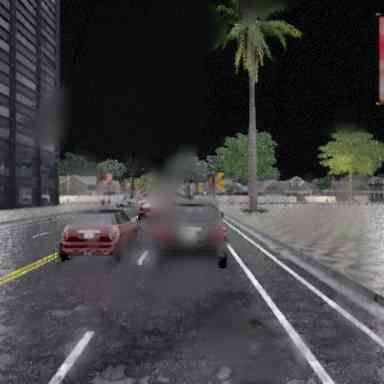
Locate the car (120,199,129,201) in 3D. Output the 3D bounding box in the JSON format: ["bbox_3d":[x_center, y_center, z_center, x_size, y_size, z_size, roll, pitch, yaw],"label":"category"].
[{"bbox_3d":[-10.622,1.831,52.013,1.994,1.385,4.181,0,0,-1],"label":"car"}]

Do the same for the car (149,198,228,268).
[{"bbox_3d":[-0.011,1.274,11.654,2.150,2.045,5.566,0,0,0],"label":"car"}]

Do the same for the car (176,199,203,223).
[{"bbox_3d":[-0.192,1.480,27.717,2.097,1.767,4.553,0,0,0],"label":"car"}]

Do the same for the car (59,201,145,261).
[{"bbox_3d":[-3.262,1.407,12.660,2.097,1.767,4.553,0,0,0],"label":"car"}]

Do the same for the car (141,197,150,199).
[{"bbox_3d":[-7.387,1.620,52.709,2.097,1.767,4.553,0,0,-1],"label":"car"}]

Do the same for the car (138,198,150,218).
[{"bbox_3d":[-3.456,1.614,28.993,1.882,1.535,5.008,0,0,-1],"label":"car"}]
